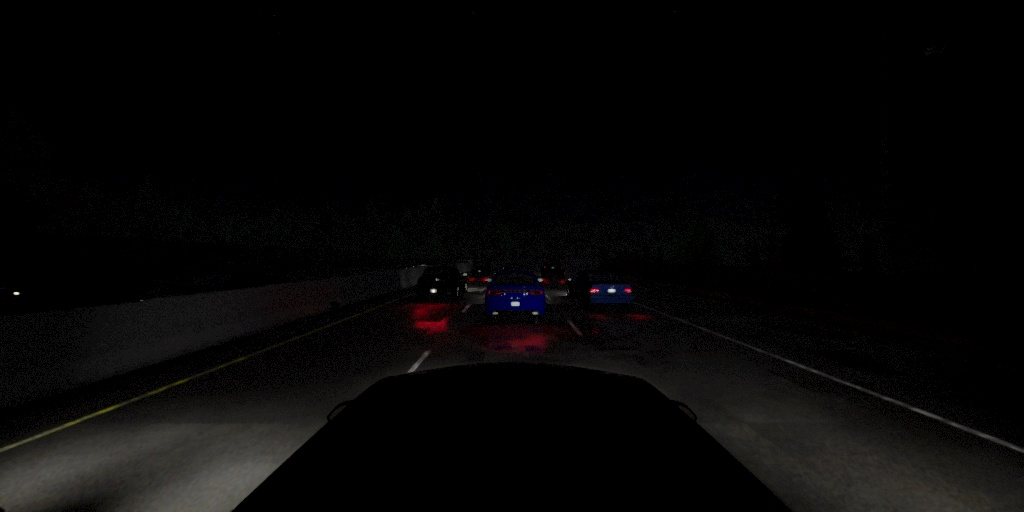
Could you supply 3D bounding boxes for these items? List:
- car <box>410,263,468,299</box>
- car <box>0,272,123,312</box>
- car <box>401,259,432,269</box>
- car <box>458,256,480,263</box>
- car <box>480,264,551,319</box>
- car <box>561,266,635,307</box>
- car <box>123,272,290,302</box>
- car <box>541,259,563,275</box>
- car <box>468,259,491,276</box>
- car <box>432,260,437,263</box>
[{"bbox_3d":[-3.403,1.258,17.966,1.837,1.490,4.892,0,0,0],"label":"car"},{"bbox_3d":[-17.600,1.352,14.353,1.895,1.301,4.718,0,0,0],"label":"car"},{"bbox_3d":[-12.546,1.271,46.253,1.837,1.490,4.892,0,0,10],"label":"car"},{"bbox_3d":[-6.685,0.982,56.485,2.150,2.045,5.566,0,0,16],"label":"car"},{"bbox_3d":[0.098,1.230,12.808,1.882,1.535,5.008,0,0,0],"label":"car"},{"bbox_3d":[3.598,1.301,15.450,2.033,1.411,5.357,0,0,0],"label":"car"},{"bbox_3d":[-10.603,1.299,13.470,2.033,1.411,5.357,0,0,0],"label":"car"},{"bbox_3d":[3.926,1.101,35.153,2.097,1.767,4.553,0,0,4],"label":"car"},{"bbox_3d":[-2.969,1.278,36.940,1.812,1.442,4.674,0,0,4],"label":"car"},{"bbox_3d":[-13.645,1.273,57.364,2.128,1.511,4.902,0,0,15],"label":"car"}]
